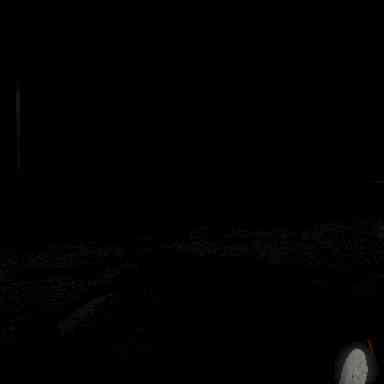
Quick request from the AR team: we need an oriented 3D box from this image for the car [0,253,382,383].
[{"bbox_3d":[-0.045,1.477,3.345,5.008,1.535,1.882,0,0,-36],"label":"car"}]
